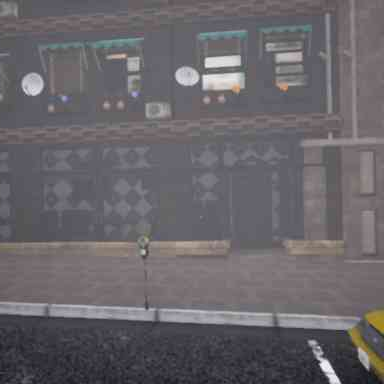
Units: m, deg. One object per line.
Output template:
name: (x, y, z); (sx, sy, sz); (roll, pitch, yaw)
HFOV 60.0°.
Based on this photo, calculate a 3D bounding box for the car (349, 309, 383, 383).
car: (4.280, 1.516, 3.400); (4.829, 1.417, 1.752); (0, -1, 6)
